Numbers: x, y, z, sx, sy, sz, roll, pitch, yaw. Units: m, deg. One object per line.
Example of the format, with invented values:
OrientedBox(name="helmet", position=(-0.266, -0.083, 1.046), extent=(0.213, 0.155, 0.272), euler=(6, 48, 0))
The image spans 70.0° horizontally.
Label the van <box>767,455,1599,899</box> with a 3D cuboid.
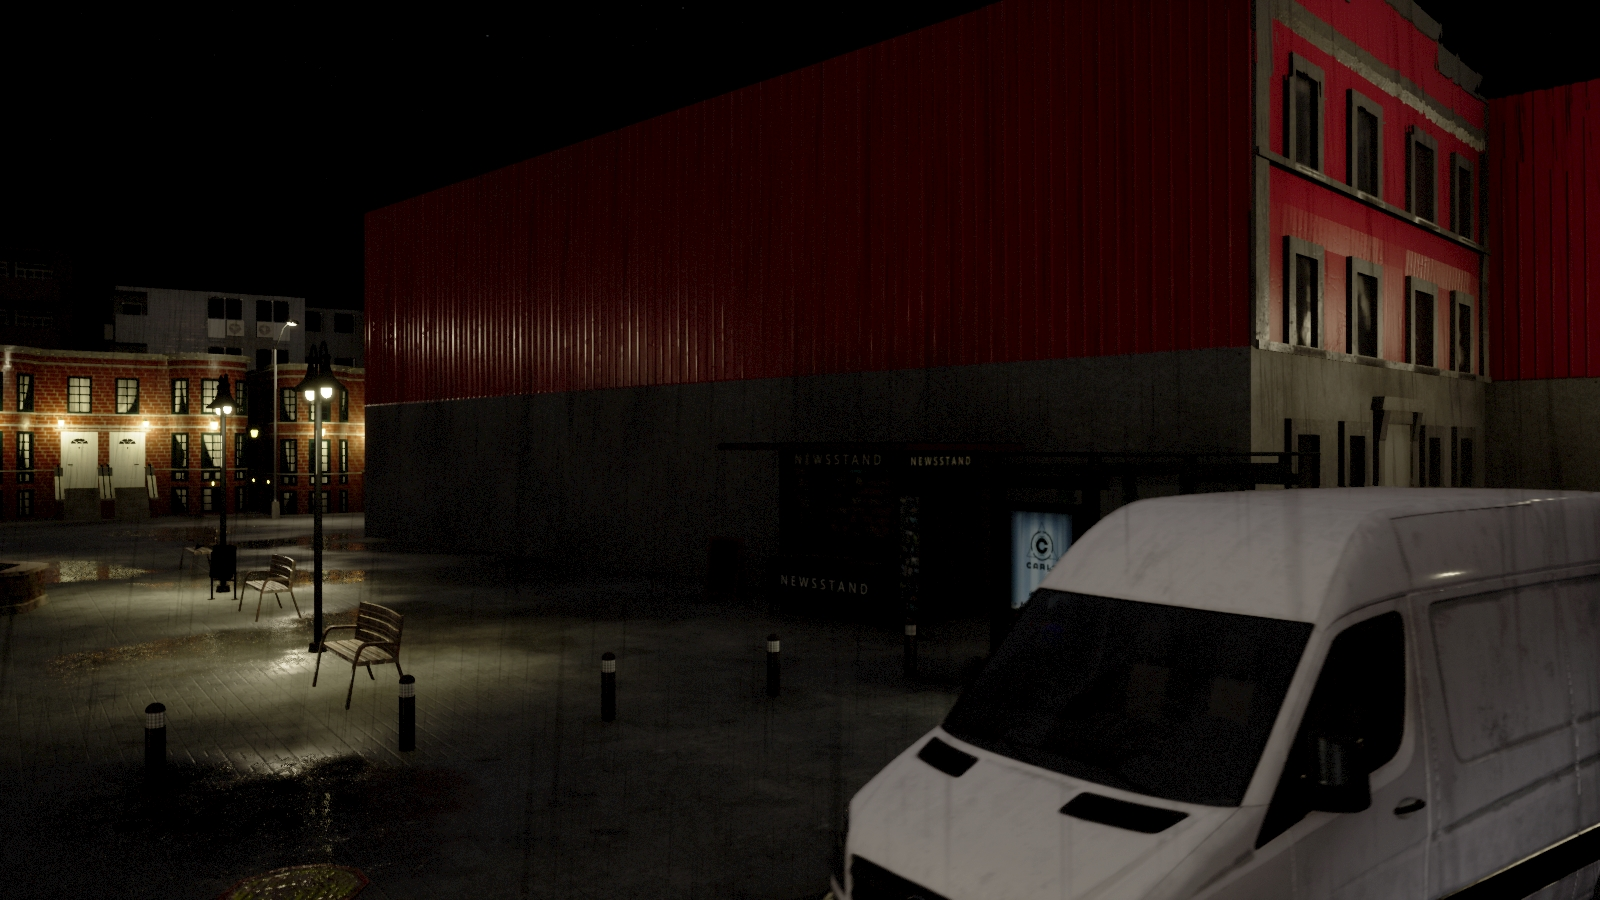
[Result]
OrientedBox(name="van", position=(2.831, 1.315, 6.411), extent=(5.915, 2.561, 1.988), euler=(0, 0, -35))
